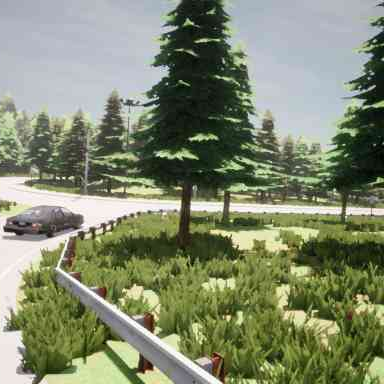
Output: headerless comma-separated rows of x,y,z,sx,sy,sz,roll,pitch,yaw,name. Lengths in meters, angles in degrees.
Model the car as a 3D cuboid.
-7.392,1.410,17.288,2.033,1.411,5.357,4,1,3,car
